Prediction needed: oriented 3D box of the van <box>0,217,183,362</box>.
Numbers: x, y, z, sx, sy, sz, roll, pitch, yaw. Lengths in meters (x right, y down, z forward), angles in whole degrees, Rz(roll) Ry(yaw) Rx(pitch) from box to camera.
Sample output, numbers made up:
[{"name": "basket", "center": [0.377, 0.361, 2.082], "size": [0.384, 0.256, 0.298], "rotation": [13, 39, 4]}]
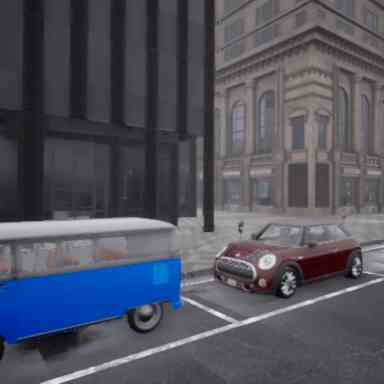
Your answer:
[{"name": "van", "center": [-2.061, 1.342, 5.173], "size": [3.998, 1.788, 1.690], "rotation": [0, 0, -36]}]

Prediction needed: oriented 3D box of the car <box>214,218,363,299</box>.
[{"name": "car", "center": [2.499, 1.450, 8.427], "size": [4.097, 1.590, 1.967], "rotation": [0, 0, -36]}]
